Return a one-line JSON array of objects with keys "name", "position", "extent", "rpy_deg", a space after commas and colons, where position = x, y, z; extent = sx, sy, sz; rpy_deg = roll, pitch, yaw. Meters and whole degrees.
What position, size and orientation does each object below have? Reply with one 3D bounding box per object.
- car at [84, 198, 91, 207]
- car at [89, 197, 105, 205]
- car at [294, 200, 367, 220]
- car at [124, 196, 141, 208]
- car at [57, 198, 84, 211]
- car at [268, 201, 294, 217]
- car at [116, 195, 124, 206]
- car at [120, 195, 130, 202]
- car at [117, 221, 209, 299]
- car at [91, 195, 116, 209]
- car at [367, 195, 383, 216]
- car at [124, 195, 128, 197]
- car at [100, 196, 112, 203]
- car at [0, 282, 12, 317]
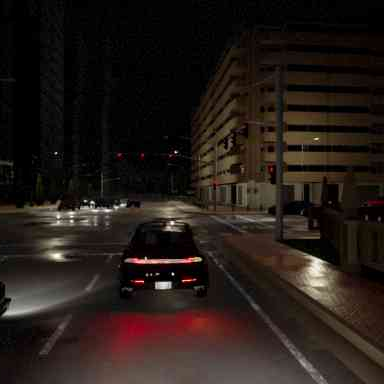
[{"name": "car", "position": [-15.896, 1.547, 49.949], "extent": [2.033, 1.411, 5.357], "rpy_deg": [0, 0, -6]}, {"name": "car", "position": [-16.921, 1.601, 59.609], "extent": [1.895, 1.301, 4.718], "rpy_deg": [0, 0, -6]}, {"name": "car", "position": [11.627, 1.547, 28.096], "extent": [4.902, 1.511, 2.128], "rpy_deg": [0, 0, -6]}, {"name": "car", "position": [-8.521, 1.601, 48.792], "extent": [1.895, 1.301, 4.718], "rpy_deg": [0, 0, -7]}, {"name": "car", "position": [-14.859, 1.526, 40.415], "extent": [1.812, 1.442, 4.674], "rpy_deg": [0, 0, -6]}, {"name": "car", "position": [9.696, 1.533, 31.399], "extent": [5.008, 1.535, 1.882], "rpy_deg": [0, 0, -7]}, {"name": "car", "position": [-12.787, 1.352, 53.785], "extent": [2.097, 1.767, 4.553], "rpy_deg": [0, 0, -6]}, {"name": "car", "position": [-14.913, 1.493, 74.083], "extent": [1.837, 1.490, 4.892], "rpy_deg": [0, 0, -6]}, {"name": "car", "position": [-0.711, 1.492, 8.491], "extent": [2.128, 1.511, 4.902], "rpy_deg": [0, 0, -4]}, {"name": "car", "position": [-11.802, 1.526, 44.790], "extent": [1.812, 1.442, 4.674], "rpy_deg": [0, 0, -5]}, {"name": "car", "position": [19.554, 1.277, 32.527], "extent": [5.566, 2.045, 2.150], "rpy_deg": [0, 0, -6]}, {"name": "car", "position": [-13.831, 1.601, 63.790], "extent": [1.895, 1.301, 4.718], "rpy_deg": [0, 0, -6]}, {"name": "car", "position": [-17.951, 1.552, 69.655], "extent": [1.994, 1.385, 4.181], "rpy_deg": [0, 0, -6]}, {"name": "car", "position": [-3.775, 1.547, 3.047], "extent": [2.033, 1.411, 5.357], "rpy_deg": [0, 0, -4]}]
